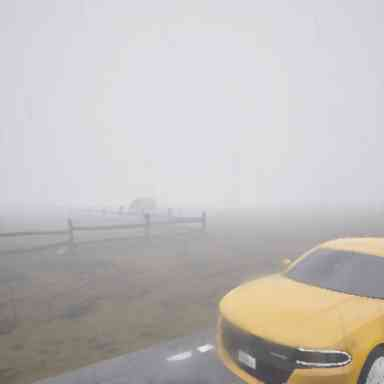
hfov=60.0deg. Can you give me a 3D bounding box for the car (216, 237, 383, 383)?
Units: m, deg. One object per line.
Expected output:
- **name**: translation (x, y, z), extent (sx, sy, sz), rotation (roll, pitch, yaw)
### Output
- **car**: translation (2.606, 1.469, 4.930), extent (5.008, 1.535, 1.882), rotation (0, 0, -35)

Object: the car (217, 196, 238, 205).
- **car**: translation (7.282, 1.658, 68.511), extent (2.097, 1.767, 4.553), rotation (0, -1, -36)
